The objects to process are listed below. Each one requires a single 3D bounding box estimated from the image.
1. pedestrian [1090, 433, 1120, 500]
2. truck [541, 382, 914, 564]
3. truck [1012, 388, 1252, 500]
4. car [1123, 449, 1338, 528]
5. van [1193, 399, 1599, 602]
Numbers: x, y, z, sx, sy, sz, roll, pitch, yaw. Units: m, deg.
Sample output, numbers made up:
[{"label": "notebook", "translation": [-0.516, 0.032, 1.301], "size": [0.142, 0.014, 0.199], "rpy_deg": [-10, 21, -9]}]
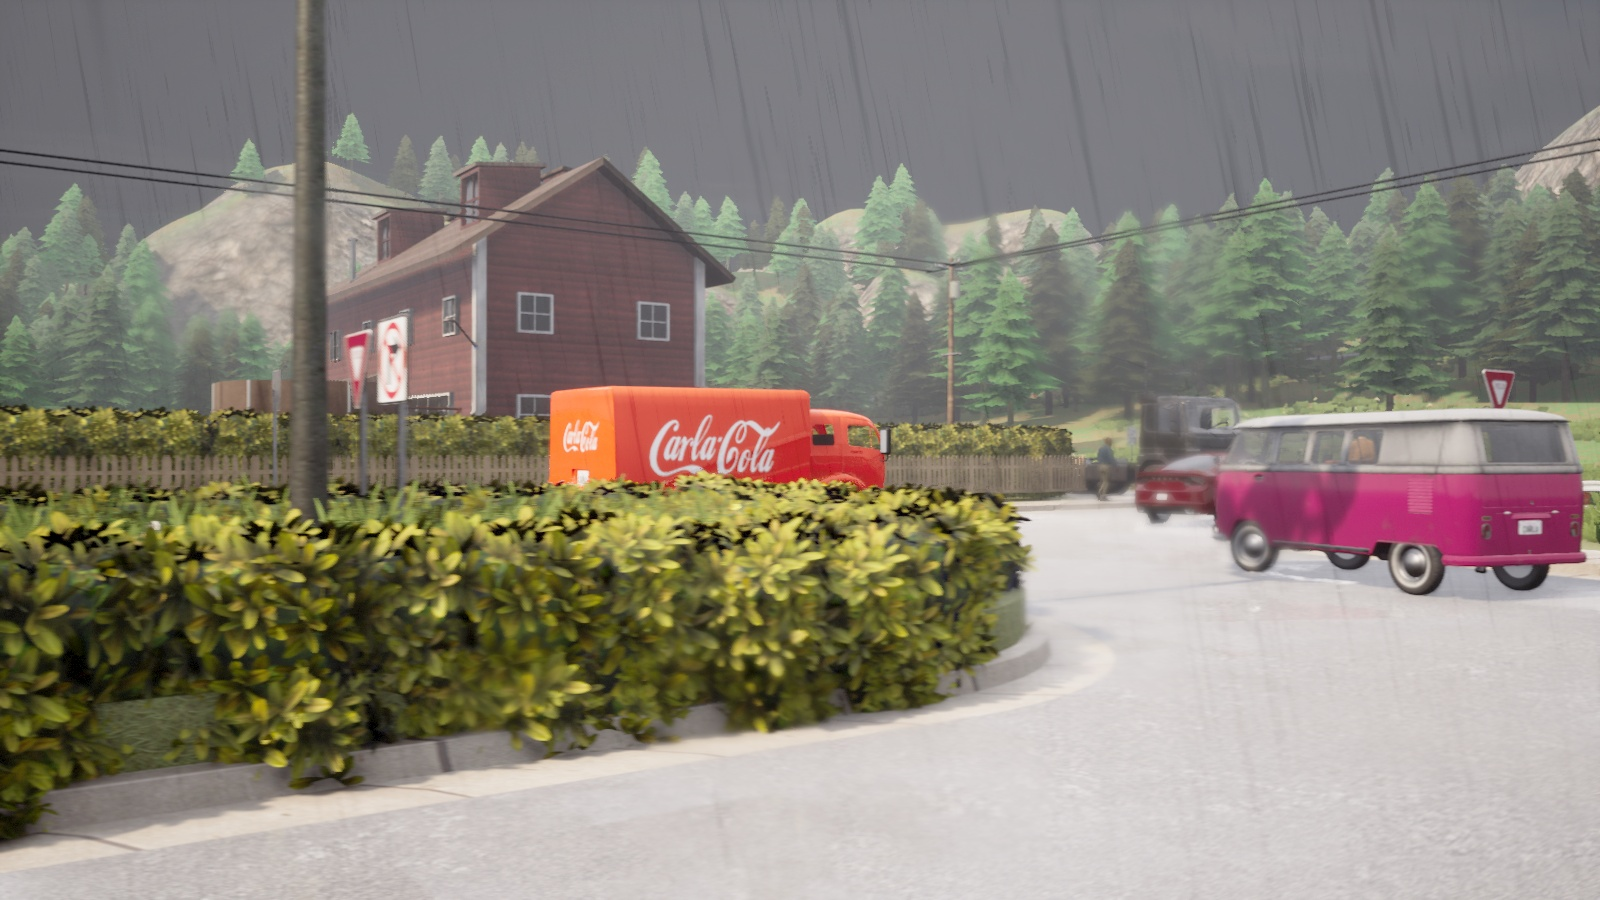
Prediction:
[{"label": "pedestrian", "translation": [8.422, 0.454, 34.661], "size": [0.726, 1.835, 0.370], "rpy_deg": [0, 0, -27]}, {"label": "truck", "translation": [-1.069, 0.306, 19.640], "size": [5.204, 2.467, 2.627], "rpy_deg": [0, 0, -35]}, {"label": "truck", "translation": [11.091, -0.172, 42.793], "size": [2.891, 3.462, 7.936], "rpy_deg": [0, 0, -34]}, {"label": "car", "translation": [9.279, 0.757, 26.879], "size": [5.008, 1.535, 1.882], "rpy_deg": [0, 0, -38]}, {"label": "van", "translation": [6.740, 0.509, 14.698], "size": [1.775, 1.987, 4.442], "rpy_deg": [0, 0, -19]}]
